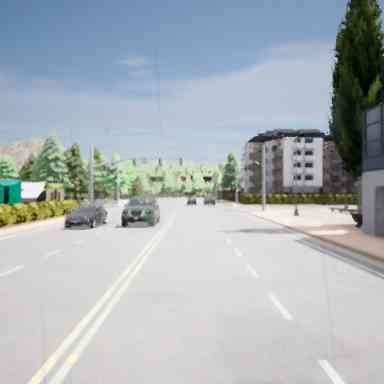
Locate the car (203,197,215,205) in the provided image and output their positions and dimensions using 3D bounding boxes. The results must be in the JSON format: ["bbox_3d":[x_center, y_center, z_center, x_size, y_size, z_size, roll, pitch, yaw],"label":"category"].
[{"bbox_3d":[3.472,1.805,64.015,1.837,1.490,4.892,0,0,0],"label":"car"}]

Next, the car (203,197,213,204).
[{"bbox_3d":[3.468,1.817,74.404,2.033,1.411,5.357,0,0,0],"label":"car"}]

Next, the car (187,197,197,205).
[{"bbox_3d":[-0.028,1.794,64.398,2.128,1.511,4.902,0,0,0],"label":"car"}]

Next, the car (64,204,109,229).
[{"bbox_3d":[-7.049,1.613,22.626,1.837,1.490,4.892,0,-1,1],"label":"car"}]

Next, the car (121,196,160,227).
[{"bbox_3d":[-3.535,1.337,23.867,2.150,2.045,5.566,0,-1,0],"label":"car"}]
